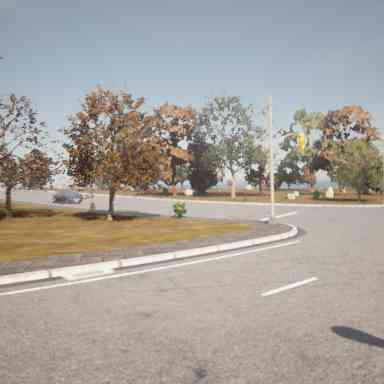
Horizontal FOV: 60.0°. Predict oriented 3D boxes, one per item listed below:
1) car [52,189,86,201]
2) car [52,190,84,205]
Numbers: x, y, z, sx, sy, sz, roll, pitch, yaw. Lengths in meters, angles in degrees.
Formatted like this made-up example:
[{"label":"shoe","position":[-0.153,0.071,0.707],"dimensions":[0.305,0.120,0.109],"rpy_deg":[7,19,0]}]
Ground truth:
[{"label":"car","position":[-17.350,0.418,46.873],"dimensions":[5.357,1.411,2.033],"rpy_deg":[3,4,39]},{"label":"car","position":[-15.427,0.717,40.822],"dimensions":[4.674,1.442,1.812],"rpy_deg":[3,4,39]}]
